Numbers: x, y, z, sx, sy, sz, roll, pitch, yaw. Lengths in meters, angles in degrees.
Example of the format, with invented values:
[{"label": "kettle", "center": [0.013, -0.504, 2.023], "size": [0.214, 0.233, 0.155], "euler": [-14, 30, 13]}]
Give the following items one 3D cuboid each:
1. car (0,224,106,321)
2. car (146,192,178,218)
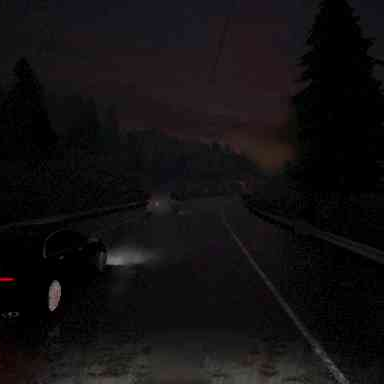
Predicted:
[{"label": "car", "center": [-3.321, 1.457, 7.307], "size": [1.837, 1.490, 4.892], "euler": [0, 1, 1]}, {"label": "car", "center": [-2.482, 1.034, 28.570], "size": [2.150, 2.045, 5.566], "euler": [0, 0, 4]}]
